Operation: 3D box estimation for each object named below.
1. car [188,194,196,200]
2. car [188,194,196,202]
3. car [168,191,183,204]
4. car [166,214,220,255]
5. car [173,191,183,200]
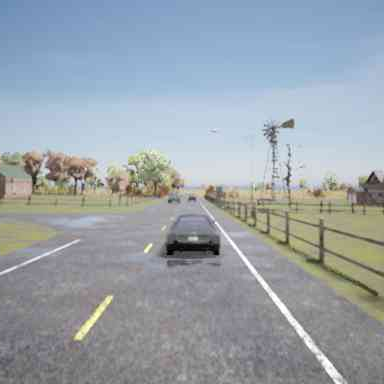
[{"bbox_3d":[0.050,1.335,87.138,1.994,1.385,4.181,0,0,0],"label":"car"},{"bbox_3d":[0.044,1.456,76.716,1.837,1.490,4.892,0,0,0],"label":"car"},{"bbox_3d":[-3.480,1.187,65.099,2.150,2.045,5.566,0,0,1],"label":"car"},{"bbox_3d":[0.054,1.558,13.367,1.994,1.385,4.181,0,0,0],"label":"car"},{"bbox_3d":[-3.454,0.795,80.856,2.150,2.045,5.566,0,0,0],"label":"car"}]
